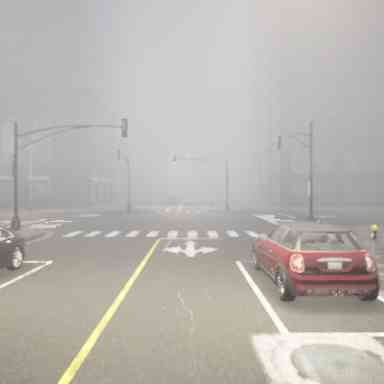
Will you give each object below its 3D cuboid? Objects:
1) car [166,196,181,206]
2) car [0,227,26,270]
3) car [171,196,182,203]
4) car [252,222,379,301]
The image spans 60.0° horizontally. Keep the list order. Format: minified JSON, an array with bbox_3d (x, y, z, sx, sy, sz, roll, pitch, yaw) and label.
[{"bbox_3d":[-3.284,1.527,56.364,1.837,1.490,4.892,0,0,0],"label":"car"},{"bbox_3d":[-5.794,1.556,8.269,2.008,1.369,4.403,0,0,0],"label":"car"},{"bbox_3d":[-3.355,1.567,71.690,2.128,1.511,4.902,0,0,0],"label":"car"},{"bbox_3d":[2.730,1.436,8.305,1.967,1.590,4.097,0,0,0],"label":"car"}]
